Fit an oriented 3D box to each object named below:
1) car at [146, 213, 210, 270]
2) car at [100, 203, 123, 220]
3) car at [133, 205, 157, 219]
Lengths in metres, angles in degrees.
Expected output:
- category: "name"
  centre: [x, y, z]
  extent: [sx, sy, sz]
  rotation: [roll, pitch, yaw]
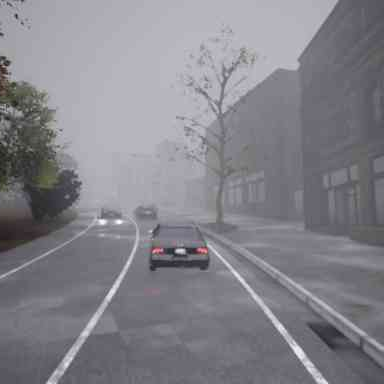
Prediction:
- category: "car"
  centre: [-0.537, 1.685, 11.531]
  extent: [2.033, 1.411, 5.357]
  rotation: [1, -1, -5]
- category: "car"
  centre: [-7.887, 1.854, 32.461]
  extent: [1.812, 1.442, 4.674]
  rotation: [2, -1, -16]
- category: "car"
  centre: [-4.880, 2.001, 34.397]
  extent: [1.994, 1.385, 4.181]
  rotation: [2, -1, -16]
